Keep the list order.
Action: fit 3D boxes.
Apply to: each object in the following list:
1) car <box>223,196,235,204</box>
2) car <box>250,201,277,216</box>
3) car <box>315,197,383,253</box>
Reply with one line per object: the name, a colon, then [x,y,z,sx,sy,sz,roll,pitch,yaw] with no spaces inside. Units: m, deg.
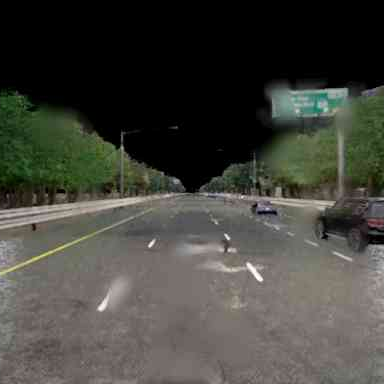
car: [7.063,1.514,63.918,2.033,1.411,5.357,0,0,0]
car: [7.026,1.550,32.880,1.994,1.385,4.181,0,0,0]
car: [7.003,1.218,13.723,2.150,2.045,5.566,0,0,0]
